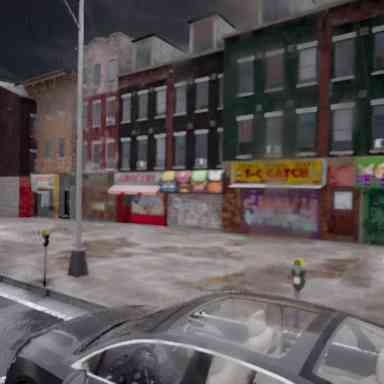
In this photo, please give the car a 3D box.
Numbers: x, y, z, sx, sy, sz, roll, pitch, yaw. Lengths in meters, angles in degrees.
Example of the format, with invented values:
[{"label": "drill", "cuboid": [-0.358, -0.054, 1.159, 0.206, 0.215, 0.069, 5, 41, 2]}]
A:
[{"label": "car", "cuboid": [0.214, 1.550, 2.639, 4.403, 1.369, 2.008, 0, 1, 36]}]
